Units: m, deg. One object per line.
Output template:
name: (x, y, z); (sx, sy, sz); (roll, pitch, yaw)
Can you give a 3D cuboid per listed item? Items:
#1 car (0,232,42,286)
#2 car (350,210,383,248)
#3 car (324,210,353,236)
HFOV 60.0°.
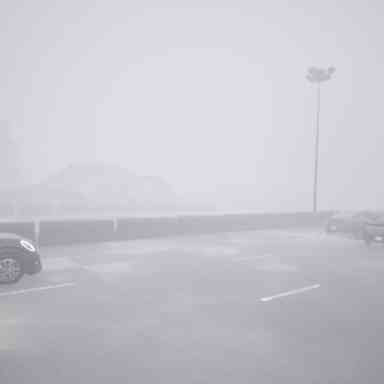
car: (-6.131, 1.347, 7.971); (4.553, 1.767, 2.097); (1, 0, -35)
car: (9.500, 1.709, 14.814); (4.902, 1.511, 2.128); (1, -1, -35)
car: (9.436, 1.788, 19.066); (4.674, 1.442, 1.812); (1, -1, -35)
